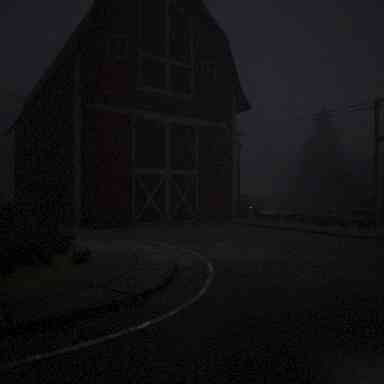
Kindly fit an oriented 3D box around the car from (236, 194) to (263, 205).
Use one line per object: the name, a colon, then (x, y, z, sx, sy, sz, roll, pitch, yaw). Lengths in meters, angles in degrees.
car: (5.653, 1.247, 38.559, 2.150, 2.045, 5.566, 0, 0, -34)
